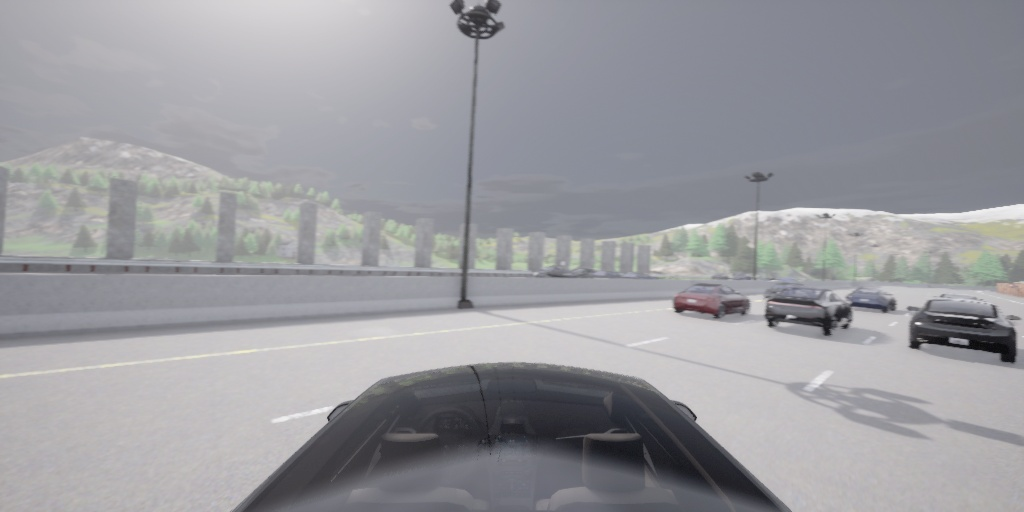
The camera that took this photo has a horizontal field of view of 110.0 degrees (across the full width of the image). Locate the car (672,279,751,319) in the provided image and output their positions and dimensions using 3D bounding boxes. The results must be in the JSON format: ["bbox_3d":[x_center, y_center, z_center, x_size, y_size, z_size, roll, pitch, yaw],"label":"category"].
[{"bbox_3d":[9.118,1.949,16.280,4.181,1.385,1.994,4,-1,-38],"label":"car"}]

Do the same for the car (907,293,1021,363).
[{"bbox_3d":[13.438,2.051,10.772,4.892,1.490,1.837,3,-1,-39],"label":"car"}]

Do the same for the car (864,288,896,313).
[{"bbox_3d":[22.909,2.737,22.926,4.181,1.385,1.994,3,-1,-38],"label":"car"}]

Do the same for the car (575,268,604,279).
[{"bbox_3d":[8.883,2.123,34.125,5.357,1.411,2.033,3,-1,-35],"label":"car"}]

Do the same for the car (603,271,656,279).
[{"bbox_3d":[10.715,2.183,31.130,5.357,1.411,2.033,3,-1,-35],"label":"car"}]

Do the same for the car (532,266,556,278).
[{"bbox_3d":[4.452,1.901,39.680,4.902,1.511,2.128,3,-1,-37],"label":"car"}]

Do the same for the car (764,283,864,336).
[{"bbox_3d":[11.176,1.951,13.441,4.902,1.511,2.128,3,-1,-39],"label":"car"}]

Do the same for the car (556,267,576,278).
[{"bbox_3d":[7.330,2.038,37.557,4.892,1.490,1.837,3,0,-37],"label":"car"}]

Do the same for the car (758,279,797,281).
[{"bbox_3d":[18.806,2.522,24.147,5.357,1.411,2.033,3,-1,-38],"label":"car"}]

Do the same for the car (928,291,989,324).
[{"bbox_3d":[25.071,2.817,20.175,4.181,1.385,1.994,3,-1,-38],"label":"car"}]
